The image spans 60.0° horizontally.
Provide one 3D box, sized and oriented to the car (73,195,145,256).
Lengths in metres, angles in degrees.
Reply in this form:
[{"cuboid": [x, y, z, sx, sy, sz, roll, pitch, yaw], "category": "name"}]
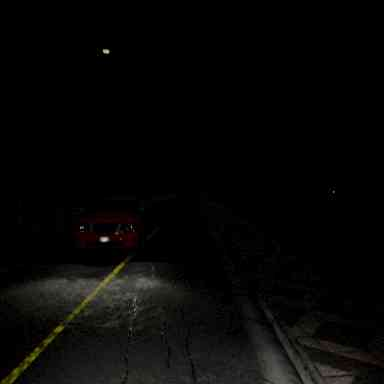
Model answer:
[{"cuboid": [-3.073, 1.134, 13.236, 2.150, 2.045, 5.566, 0, 0, -7], "category": "car"}]
